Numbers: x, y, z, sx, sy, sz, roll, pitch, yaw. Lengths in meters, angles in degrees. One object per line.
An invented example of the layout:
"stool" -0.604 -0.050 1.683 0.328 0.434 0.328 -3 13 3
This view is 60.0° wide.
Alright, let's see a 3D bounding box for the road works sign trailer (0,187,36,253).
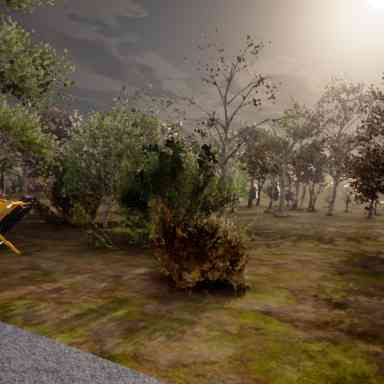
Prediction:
"road works sign trailer" -7.413 1.194 13.061 2.880 2.380 3.560 46 -7 -7
